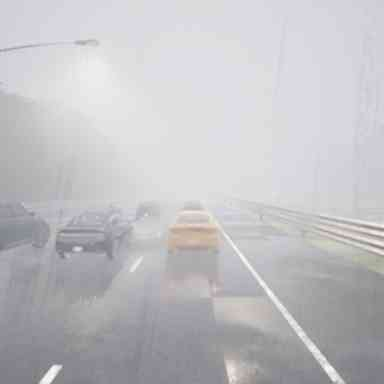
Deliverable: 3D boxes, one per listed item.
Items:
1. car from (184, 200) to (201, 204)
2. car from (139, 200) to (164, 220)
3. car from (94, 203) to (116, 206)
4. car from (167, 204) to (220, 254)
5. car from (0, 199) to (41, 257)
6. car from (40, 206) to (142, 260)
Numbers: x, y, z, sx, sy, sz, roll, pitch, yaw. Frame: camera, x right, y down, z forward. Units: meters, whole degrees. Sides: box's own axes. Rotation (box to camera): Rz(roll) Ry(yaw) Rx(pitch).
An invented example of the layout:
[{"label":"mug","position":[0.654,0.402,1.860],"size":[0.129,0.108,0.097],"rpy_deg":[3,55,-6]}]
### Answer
[{"label":"car","position":[0.057,1.465,27.508],"size":[1.837,1.490,4.892],"rpy_deg":[0,1,0]},{"label":"car","position":[-3.444,1.465,27.525],"size":[1.837,1.490,4.892],"rpy_deg":[0,1,1]},{"label":"car","position":[-6.949,1.563,26.887],"size":[1.895,1.301,4.718],"rpy_deg":[0,0,1]},{"label":"car","position":[0.061,1.505,13.725],"size":[1.882,1.535,5.008],"rpy_deg":[0,0,0]},{"label":"car","position":[-6.958,1.253,11.418],"size":[2.150,2.045,5.566],"rpy_deg":[0,0,1]},{"label":"car","position":[-3.449,1.521,12.540],"size":[2.128,1.511,4.902],"rpy_deg":[0,0,1]}]
